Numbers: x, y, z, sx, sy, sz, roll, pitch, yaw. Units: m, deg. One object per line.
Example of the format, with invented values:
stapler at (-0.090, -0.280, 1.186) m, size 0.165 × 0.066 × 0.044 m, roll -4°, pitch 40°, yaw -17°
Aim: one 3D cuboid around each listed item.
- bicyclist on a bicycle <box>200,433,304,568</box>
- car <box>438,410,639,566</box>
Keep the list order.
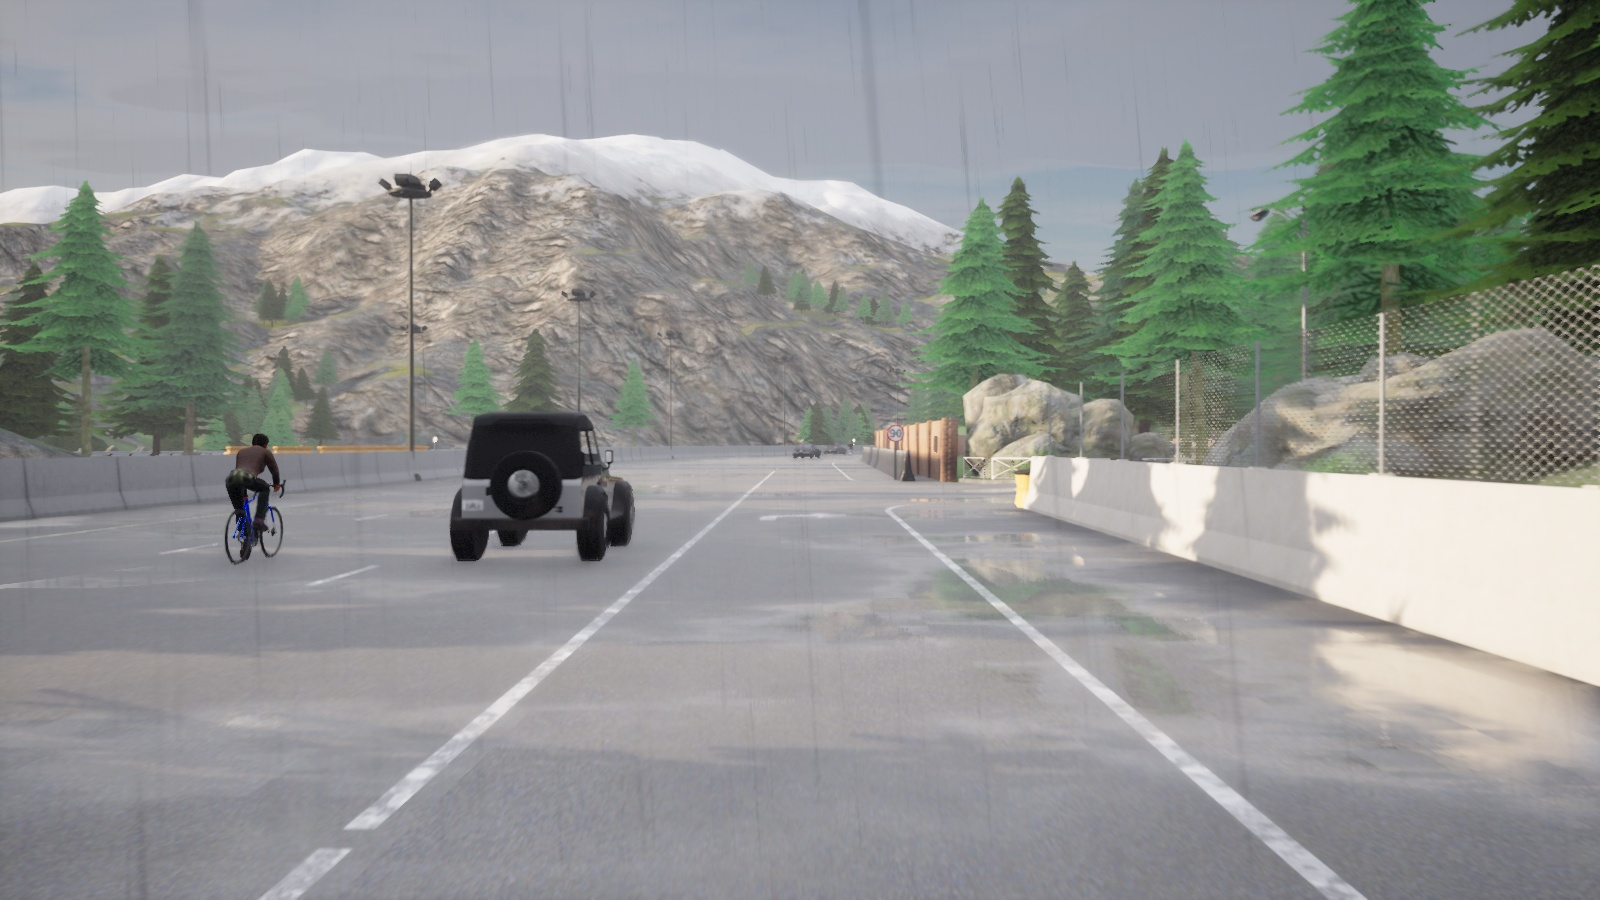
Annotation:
bicyclist on a bicycle at (-6.894, 0.604, 15.884) m, size 0.582 × 1.620 × 1.656 m, roll 0°, pitch 0°, yaw 0°
car at (-3.388, 0.443, 17.034) m, size 1.905 × 1.878 × 3.866 m, roll 0°, pitch 0°, yaw 0°
